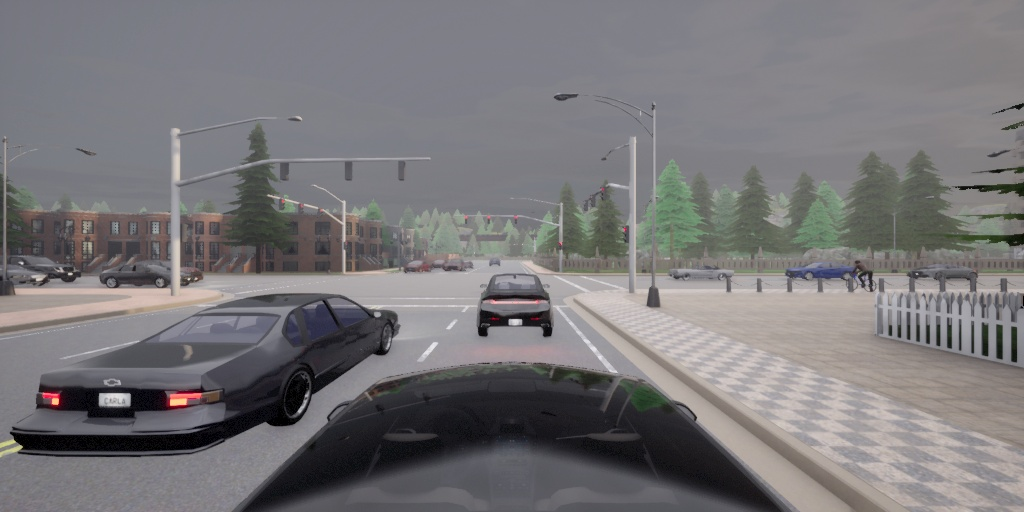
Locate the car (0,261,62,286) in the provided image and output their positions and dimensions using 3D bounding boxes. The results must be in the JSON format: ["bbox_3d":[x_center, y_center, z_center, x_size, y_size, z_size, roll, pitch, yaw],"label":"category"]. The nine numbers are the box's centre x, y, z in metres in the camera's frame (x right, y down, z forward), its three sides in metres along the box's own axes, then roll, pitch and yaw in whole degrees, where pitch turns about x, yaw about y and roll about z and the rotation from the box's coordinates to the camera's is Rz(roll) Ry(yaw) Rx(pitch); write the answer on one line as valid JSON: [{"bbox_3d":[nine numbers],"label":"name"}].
[{"bbox_3d":[-32.546,1.241,22.682,4.902,1.511,2.128,0,0,-4],"label":"car"}]

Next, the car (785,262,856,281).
[{"bbox_3d":[25.499,1.227,29.749,5.008,1.535,1.882,0,0,0],"label":"car"}]

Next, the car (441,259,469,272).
[{"bbox_3d":[-7.061,1.102,44.645,2.097,1.767,4.553,0,0,0],"label":"car"}]

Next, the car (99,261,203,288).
[{"bbox_3d":[-23.181,1.255,22.918,4.892,1.490,1.837,0,0,-3],"label":"car"}]

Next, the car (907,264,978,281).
[{"bbox_3d":[35.581,1.314,29.722,4.181,1.385,1.994,0,0,1],"label":"car"}]

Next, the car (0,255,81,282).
[{"bbox_3d":[-35.162,0.971,26.009,5.566,2.045,2.150,0,0,-6],"label":"car"}]

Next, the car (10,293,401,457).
[{"bbox_3d":[-3.435,1.297,5.629,2.033,1.411,5.357,0,0,0],"label":"car"}]

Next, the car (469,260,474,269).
[{"bbox_3d":[-7.048,1.314,55.079,1.994,1.385,4.181,0,0,1],"label":"car"}]

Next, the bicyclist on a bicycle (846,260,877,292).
[{"bbox_3d":[18.255,1.052,18.777,0.582,1.620,1.656,0,0,0],"label":"bicyclist on a bicycle"}]

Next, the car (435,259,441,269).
[{"bbox_3d":[-10.569,1.227,52.908,1.882,1.535,5.008,0,0,0],"label":"car"}]

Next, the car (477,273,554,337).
[{"bbox_3d":[0.084,1.241,10.296,2.128,1.511,4.902,0,0,0],"label":"car"}]

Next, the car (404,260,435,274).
[{"bbox_3d":[-10.763,1.227,41.049,1.882,1.535,5.008,0,0,4],"label":"car"}]

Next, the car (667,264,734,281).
[{"bbox_3d":[15.572,1.351,29.764,4.718,1.301,1.895,0,0,0],"label":"car"}]
